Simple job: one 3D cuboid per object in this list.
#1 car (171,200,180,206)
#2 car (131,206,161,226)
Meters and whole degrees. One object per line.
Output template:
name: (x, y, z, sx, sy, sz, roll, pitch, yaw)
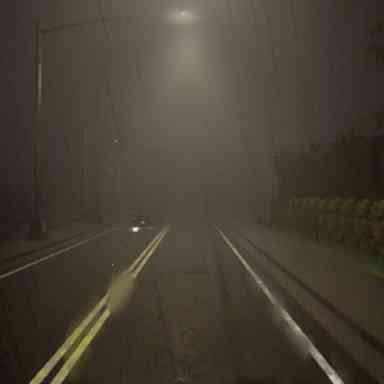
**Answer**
car: (-3.488, 2.379, 70.656, 1.895, 1.301, 4.718, 0, -1, 0)
car: (-3.504, 1.843, 26.515, 2.033, 1.411, 5.357, 0, -1, 0)
